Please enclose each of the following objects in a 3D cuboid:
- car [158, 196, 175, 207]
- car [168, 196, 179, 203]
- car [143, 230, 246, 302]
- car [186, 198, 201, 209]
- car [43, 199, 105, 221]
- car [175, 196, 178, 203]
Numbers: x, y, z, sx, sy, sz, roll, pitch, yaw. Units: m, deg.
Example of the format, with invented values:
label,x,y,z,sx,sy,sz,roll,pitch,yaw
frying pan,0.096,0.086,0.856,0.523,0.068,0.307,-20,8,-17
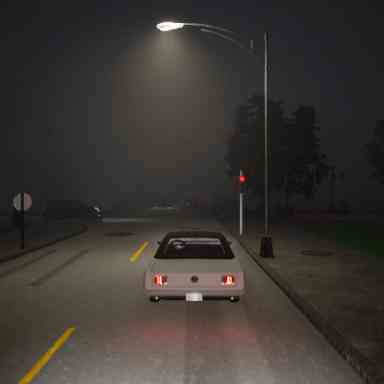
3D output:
label,x,y,z,sx,sy,sz,roll,pitch,yaw
car,-4.055,1.494,50.066,1.837,1.490,4.892,0,0,0
car,-3.943,1.525,70.105,2.033,1.411,5.357,0,0,0
car,0.063,1.599,8.194,1.895,1.301,4.718,0,0,0
car,0.203,1.538,44.464,2.033,1.411,5.357,0,0,-1
car,-9.324,1.345,26.564,4.553,1.767,2.097,0,0,-4
car,-4.023,1.534,59.764,2.033,1.411,5.357,0,0,0
